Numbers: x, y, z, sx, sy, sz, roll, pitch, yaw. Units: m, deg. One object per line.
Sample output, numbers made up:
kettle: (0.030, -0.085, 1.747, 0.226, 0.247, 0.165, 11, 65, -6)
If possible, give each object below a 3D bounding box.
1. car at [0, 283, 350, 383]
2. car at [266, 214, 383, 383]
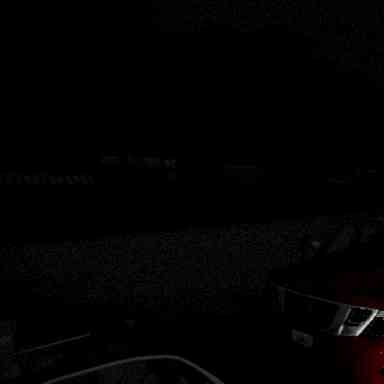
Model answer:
car: (-1.248, 1.552, 1.939, 4.403, 1.369, 2.008, 0, -1, -35)
car: (3.271, 1.306, 5.163, 5.009, 1.841, 2.192, 0, -1, -35)
